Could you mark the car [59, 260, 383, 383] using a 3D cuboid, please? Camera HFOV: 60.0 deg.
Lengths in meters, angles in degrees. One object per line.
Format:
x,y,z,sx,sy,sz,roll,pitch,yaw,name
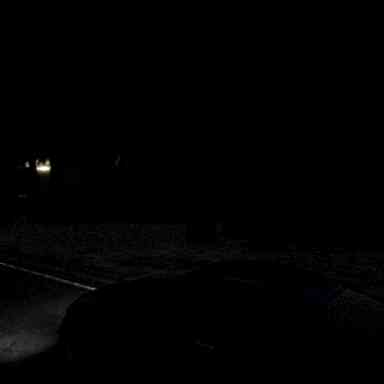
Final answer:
0.405,1.553,3.841,4.674,1.442,1.812,-1,-1,36,car
